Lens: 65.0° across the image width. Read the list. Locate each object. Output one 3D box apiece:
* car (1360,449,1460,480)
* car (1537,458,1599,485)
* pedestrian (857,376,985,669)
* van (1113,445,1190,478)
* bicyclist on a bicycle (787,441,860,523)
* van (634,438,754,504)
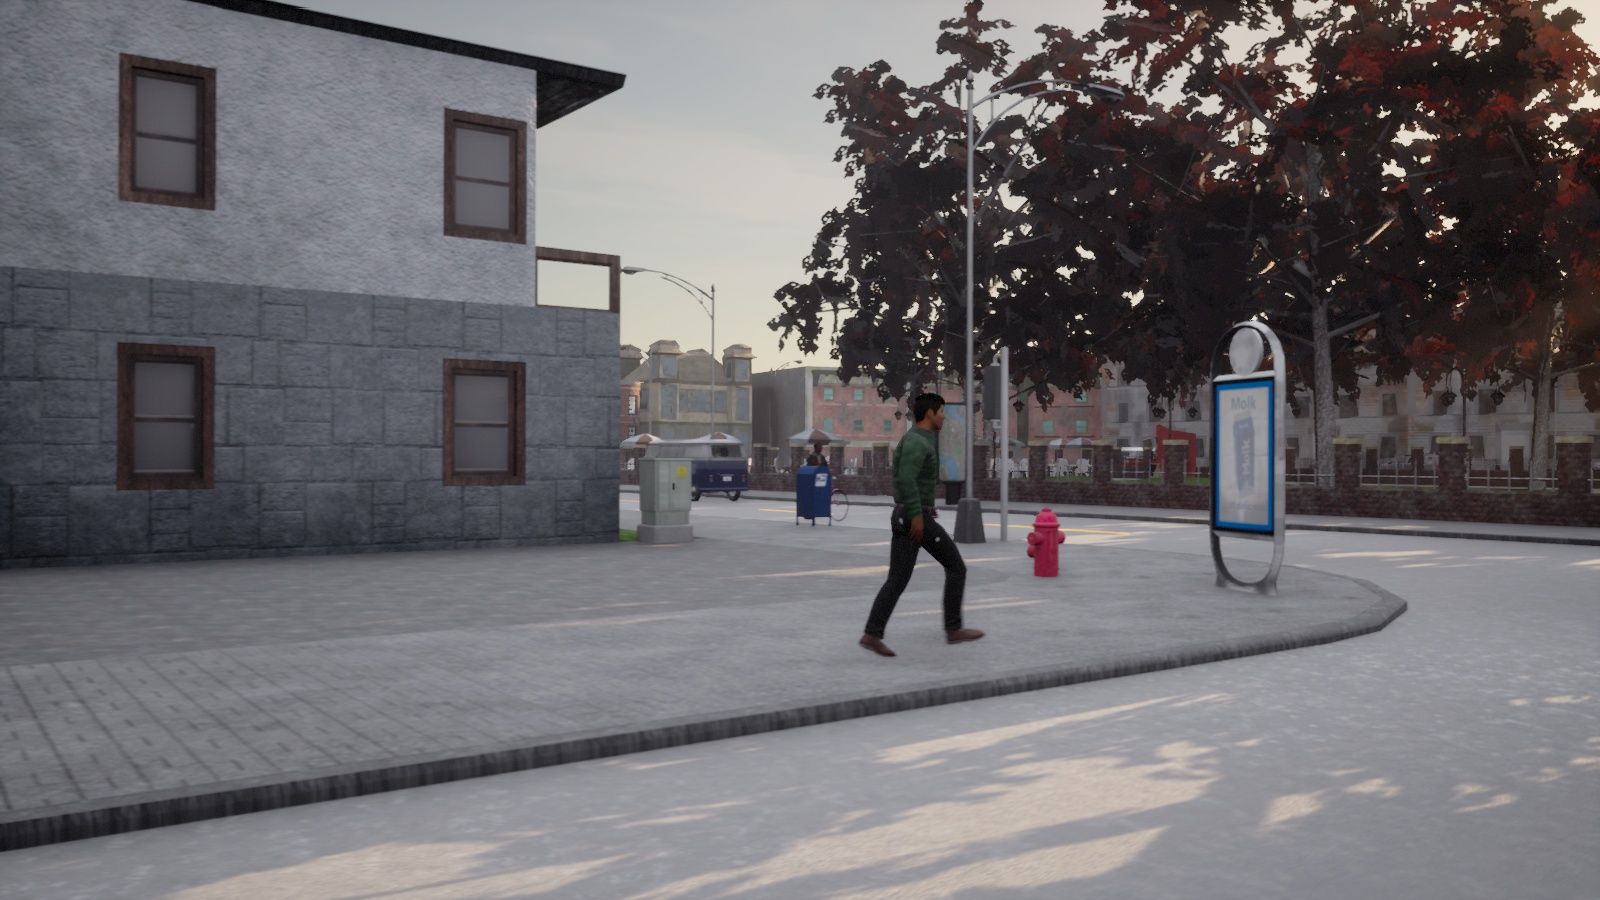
[{"bbox_3d":[34.729,0.802,71.563,2.242,1.667,4.611,0,0,-36],"label":"car"},{"bbox_3d":[38.193,1.016,60.088,1.895,1.301,4.718,0,0,-36],"label":"car"},{"bbox_3d":[0.825,0.483,8.637,0.788,1.949,0.423,0,0,-9],"label":"pedestrian"},{"bbox_3d":[22.677,0.724,81.223,2.069,2.038,4.480,0,0,-37],"label":"van"},{"bbox_3d":[0.516,0.710,28.145,0.659,1.776,1.843,0,0,-36],"label":"bicyclist on a bicycle"},{"bbox_3d":[-3.470,0.638,40.354,1.775,1.987,4.442,0,0,-36],"label":"van"}]
